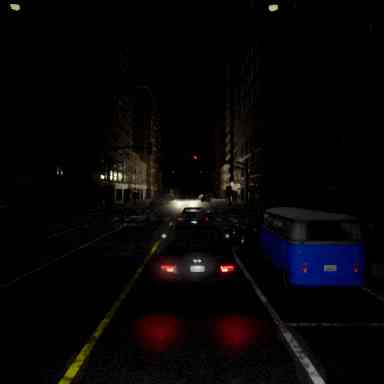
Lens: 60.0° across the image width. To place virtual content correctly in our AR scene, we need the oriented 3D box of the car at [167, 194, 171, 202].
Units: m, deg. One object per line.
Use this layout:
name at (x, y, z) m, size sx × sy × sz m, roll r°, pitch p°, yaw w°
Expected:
car at (-5.649, 1.509, 63.279) m, size 1.887 × 1.381 × 4.507 m, roll 0°, pitch 0°, yaw 0°

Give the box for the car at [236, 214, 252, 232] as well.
car at (2.860, 1.562, 14.386) m, size 1.947 × 1.339 × 4.313 m, roll 0°, pitch 0°, yaw 0°

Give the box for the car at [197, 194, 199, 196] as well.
car at (2.881, 1.516, 79.660) m, size 2.008 × 1.369 × 4.403 m, roll 0°, pitch 0°, yaw 0°

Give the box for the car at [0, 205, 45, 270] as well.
car at (-5.667, 1.313, 8.688) m, size 2.192 × 1.841 × 5.009 m, roll 0°, pitch 0°, yaw 0°

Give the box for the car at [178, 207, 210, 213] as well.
car at (0.107, 1.557, 19.317) m, size 1.994 × 1.385 × 4.181 m, roll 0°, pitch 0°, yaw 0°

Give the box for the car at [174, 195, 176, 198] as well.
car at (-5.644, 1.516, 79.631) m, size 2.008 × 1.369 × 4.403 m, roll 0°, pitch 0°, yaw 0°

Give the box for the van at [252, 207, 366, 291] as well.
van at (2.858, 1.339, 8.726) m, size 1.690 × 1.788 × 3.998 m, roll 0°, pitch 0°, yaw 0°

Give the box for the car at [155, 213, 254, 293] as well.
car at (0.104, 1.546, 8.997) m, size 2.033 × 1.411 × 5.357 m, roll 0°, pitch 0°, yaw 0°

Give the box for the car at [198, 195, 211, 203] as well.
car at (2.877, 1.404, 68.763) m, size 1.967 × 1.590 × 4.097 m, roll 0°, pitch 0°, yaw 0°

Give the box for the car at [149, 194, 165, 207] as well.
car at (-5.653, 1.493, 52.207) m, size 1.752 × 1.417 × 4.829 m, roll 0°, pitch 0°, yaw 0°

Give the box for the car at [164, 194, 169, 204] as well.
car at (-5.651, 1.517, 57.828) m, size 2.008 × 1.369 × 4.403 m, roll 0°, pitch 0°, yaw 0°

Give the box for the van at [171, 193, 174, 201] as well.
van at (-5.646, 1.305, 74.180) m, size 1.690 × 1.788 × 3.998 m, roll 0°, pitch 0°, yaw 0°

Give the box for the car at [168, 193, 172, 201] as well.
car at (-5.647, 1.509, 68.730) m, size 1.887 × 1.381 × 4.507 m, roll 0°, pitch 0°, yaw 0°
